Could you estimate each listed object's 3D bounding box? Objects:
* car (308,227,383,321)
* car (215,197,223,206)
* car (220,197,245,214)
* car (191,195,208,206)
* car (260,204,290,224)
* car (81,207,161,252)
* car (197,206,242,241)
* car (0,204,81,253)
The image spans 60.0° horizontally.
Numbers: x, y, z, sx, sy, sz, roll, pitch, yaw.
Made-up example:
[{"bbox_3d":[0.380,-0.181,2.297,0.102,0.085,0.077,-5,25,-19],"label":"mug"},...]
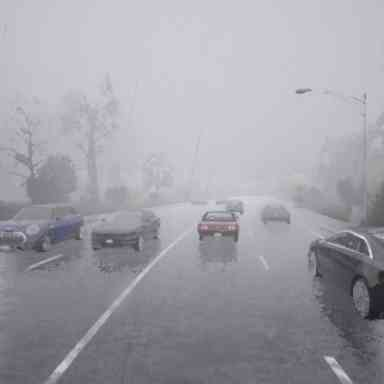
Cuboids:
[{"bbox_3d":[3.998,1.505,7.248,2.128,1.511,4.902,0,0,4],"label":"car"},{"bbox_3d":[5.038,1.554,55.245,2.033,1.411,5.357,0,0,13],"label":"car"},{"bbox_3d":[4.492,1.559,34.980,2.033,1.411,5.357,0,0,11],"label":"car"},{"bbox_3d":[1.204,1.342,54.139,2.097,1.767,4.553,0,0,13],"label":"car"},{"bbox_3d":[6.274,1.586,25.323,1.994,1.385,4.181,0,0,10],"label":"car"},{"bbox_3d":[-2.619,1.465,14.165,1.882,1.535,5.008,0,0,7],"label":"car"},{"bbox_3d":[1.433,1.604,16.957,1.895,1.301,4.718,0,0,7],"label":"car"},{"bbox_3d":[-6.178,1.325,13.656,2.097,1.767,4.553,0,0,6],"label":"car"}]
